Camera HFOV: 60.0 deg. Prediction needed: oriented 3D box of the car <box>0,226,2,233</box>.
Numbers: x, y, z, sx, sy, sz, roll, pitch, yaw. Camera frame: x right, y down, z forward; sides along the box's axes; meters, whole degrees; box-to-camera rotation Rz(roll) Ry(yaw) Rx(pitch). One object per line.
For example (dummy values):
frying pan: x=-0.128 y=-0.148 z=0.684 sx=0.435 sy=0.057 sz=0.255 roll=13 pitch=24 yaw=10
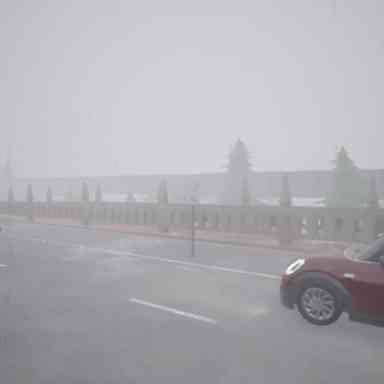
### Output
car: x=-11.477 y=1.515 z=16.476 sx=5.357 sy=1.411 sz=2.033 roll=0 pitch=0 yaw=35

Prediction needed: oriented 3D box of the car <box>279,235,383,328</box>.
car: x=3.829 y=1.350 z=5.538 sx=4.553 sy=1.767 sz=2.097 roll=0 pitch=0 yaw=36
